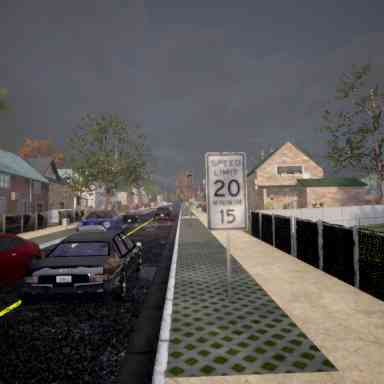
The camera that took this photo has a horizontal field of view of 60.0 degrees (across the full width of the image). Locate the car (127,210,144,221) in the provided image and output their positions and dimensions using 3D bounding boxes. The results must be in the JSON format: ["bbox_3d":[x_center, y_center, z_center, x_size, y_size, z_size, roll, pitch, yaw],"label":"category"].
[{"bbox_3d":[-6.054,2.516,33.990,1.895,1.301,4.718,-1,-1,-1],"label":"car"}]

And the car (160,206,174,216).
[{"bbox_3d":[-3.683,2.846,49.354,1.895,1.301,4.718,-1,-1,-2],"label":"car"}]

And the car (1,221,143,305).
[{"bbox_3d":[-2.467,1.737,8.713,2.033,1.411,5.357,-1,-1,-2],"label":"car"}]

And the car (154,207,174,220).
[{"bbox_3d":[-3.331,2.455,38.915,1.882,1.535,5.008,-1,-1,-1],"label":"car"}]

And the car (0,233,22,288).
[{"bbox_3d":[-5.330,1.763,8.078,1.812,1.442,4.674,-1,-1,0],"label":"car"}]

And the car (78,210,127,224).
[{"bbox_3d":[-5.682,1.922,20.795,2.097,1.767,4.553,-1,-1,-2],"label":"car"}]
